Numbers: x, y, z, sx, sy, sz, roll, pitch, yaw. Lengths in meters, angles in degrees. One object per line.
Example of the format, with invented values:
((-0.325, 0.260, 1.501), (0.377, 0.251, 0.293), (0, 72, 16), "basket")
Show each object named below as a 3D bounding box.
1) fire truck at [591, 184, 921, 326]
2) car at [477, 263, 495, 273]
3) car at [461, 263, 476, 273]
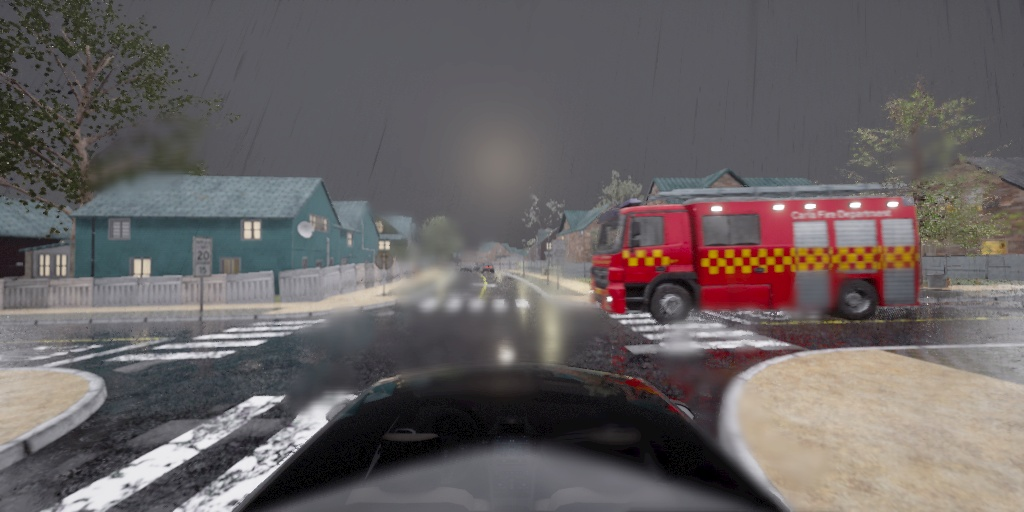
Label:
((6.890, -0.051, 11.087), (8.468, 3.827, 2.891), (-2, -1, 0), "fire truck")
((-3.731, 1.808, 53.392), (1.837, 1.490, 4.892), (0, -1, -10), "car")
((-7.263, 1.878, 57.444), (1.837, 1.490, 4.892), (0, -1, -10), "car")
